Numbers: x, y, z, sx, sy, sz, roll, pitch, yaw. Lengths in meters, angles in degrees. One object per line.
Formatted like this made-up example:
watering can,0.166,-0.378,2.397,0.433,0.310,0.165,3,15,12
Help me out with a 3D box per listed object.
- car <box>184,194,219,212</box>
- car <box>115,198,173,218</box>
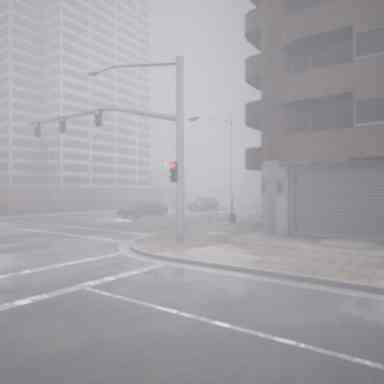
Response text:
car,1.276,1.378,38.675,2.097,1.767,4.553,0,0,35
car,-4.456,1.573,30.579,2.033,1.411,5.357,0,0,35
